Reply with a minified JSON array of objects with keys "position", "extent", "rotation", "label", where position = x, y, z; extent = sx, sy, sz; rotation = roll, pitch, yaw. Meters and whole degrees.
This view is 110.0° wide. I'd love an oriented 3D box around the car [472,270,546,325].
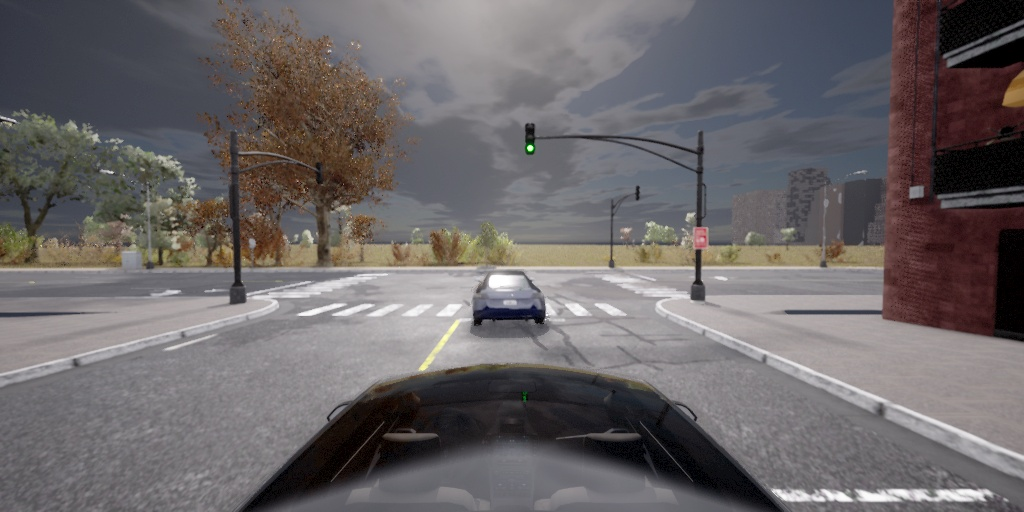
[{"position":[-0.200,1.128,11.023],"extent":[1.994,1.385,4.181],"rotation":[0,0,-4],"label":"car"}]
